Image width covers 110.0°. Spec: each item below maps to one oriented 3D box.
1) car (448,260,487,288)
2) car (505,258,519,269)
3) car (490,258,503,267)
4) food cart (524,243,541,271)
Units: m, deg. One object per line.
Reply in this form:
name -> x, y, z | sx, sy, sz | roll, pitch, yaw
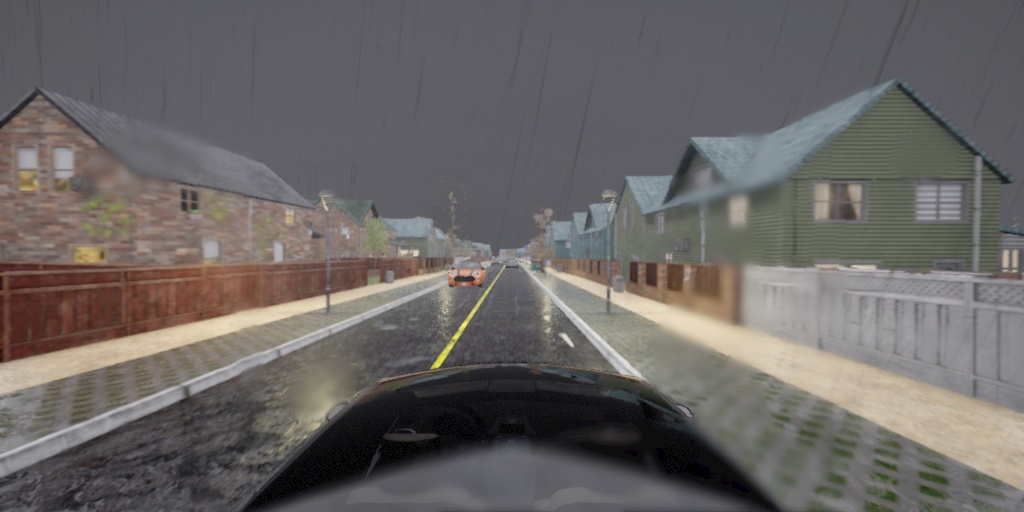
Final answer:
car -> -2.845, 1.091, 23.645 | 2.097, 1.767, 4.553 | 0, 0, 0
car -> 0.004, 1.283, 55.114 | 1.994, 1.385, 4.181 | 0, 0, 0
car -> -2.765, 1.073, 65.458 | 2.097, 1.767, 4.553 | 0, 0, 0
food cart -> 3.011, 0.190, 46.291 | 2.280, 3.560, 4.660 | 0, 0, 0
